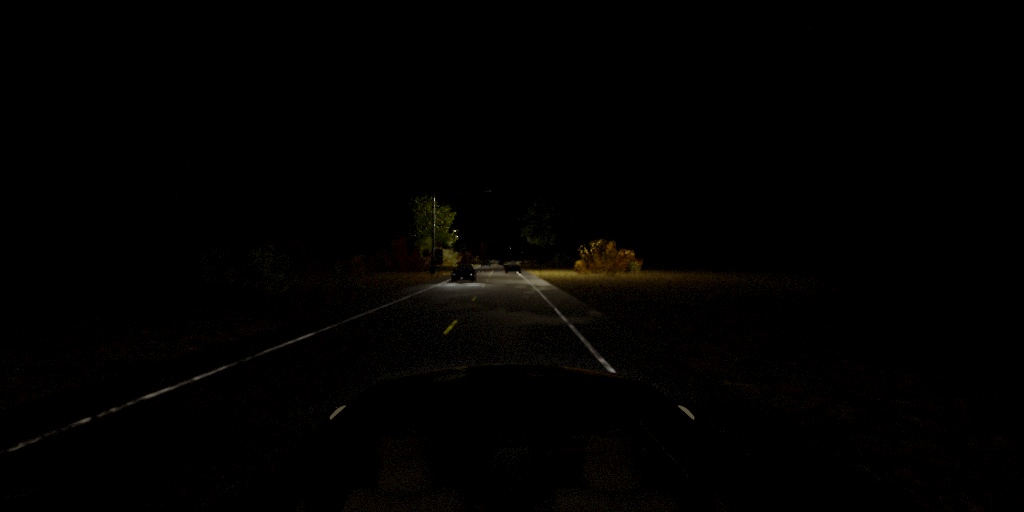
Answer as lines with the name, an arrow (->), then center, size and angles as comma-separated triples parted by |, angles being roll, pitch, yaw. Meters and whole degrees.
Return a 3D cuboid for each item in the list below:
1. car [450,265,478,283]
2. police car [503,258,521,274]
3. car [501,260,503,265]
car -> -3.982, 1.451, 30.293 | 1.812, 1.442, 4.674 | 0, 0, -1
police car -> 0.119, 1.427, 47.307 | 1.930, 1.638, 5.238 | 0, 0, -2
car -> -0.414, 1.300, 63.219 | 2.150, 2.045, 5.566 | 0, 0, -2
